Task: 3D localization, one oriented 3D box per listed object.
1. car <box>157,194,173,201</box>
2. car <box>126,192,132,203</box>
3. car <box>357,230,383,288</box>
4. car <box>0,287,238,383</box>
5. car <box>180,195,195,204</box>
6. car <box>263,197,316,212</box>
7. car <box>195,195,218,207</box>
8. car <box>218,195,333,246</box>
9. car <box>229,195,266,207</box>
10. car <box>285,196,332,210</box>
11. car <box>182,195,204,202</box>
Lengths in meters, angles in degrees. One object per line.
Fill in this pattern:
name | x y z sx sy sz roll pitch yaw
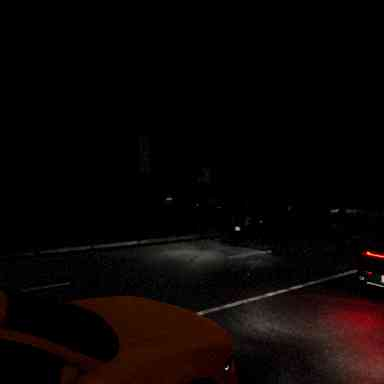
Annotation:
car | -6.245 1.239 74.766 2.128 1.511 4.902 -1 0 -38
car | -10.634 1.009 63.420 2.150 2.045 5.566 -1 0 -39
car | 5.848 1.468 7.937 4.892 1.490 1.837 0 0 -36
car | -1.857 1.478 2.404 5.008 1.535 1.882 0 0 -36
car | 0.046 1.367 55.590 1.895 1.301 4.718 -1 0 -39
car | 10.685 1.334 36.782 2.033 1.411 5.357 -1 0 -39
car | 3.033 1.271 46.285 1.882 1.535 5.008 -1 1 -39
car | 4.202 1.162 15.478 5.566 2.045 2.150 -1 0 -34
car | 7.597 1.252 46.197 2.128 1.511 4.902 -1 0 -39
car | 13.499 1.261 38.868 1.837 1.490 4.892 -1 0 -39
car | 0.104 1.309 66.988 1.895 1.301 4.718 -1 0 -39
